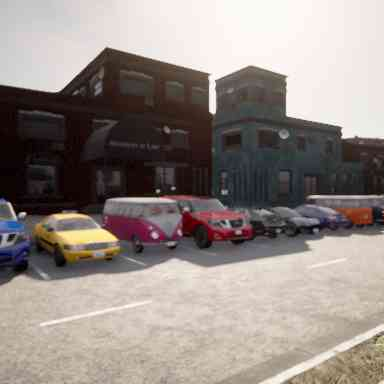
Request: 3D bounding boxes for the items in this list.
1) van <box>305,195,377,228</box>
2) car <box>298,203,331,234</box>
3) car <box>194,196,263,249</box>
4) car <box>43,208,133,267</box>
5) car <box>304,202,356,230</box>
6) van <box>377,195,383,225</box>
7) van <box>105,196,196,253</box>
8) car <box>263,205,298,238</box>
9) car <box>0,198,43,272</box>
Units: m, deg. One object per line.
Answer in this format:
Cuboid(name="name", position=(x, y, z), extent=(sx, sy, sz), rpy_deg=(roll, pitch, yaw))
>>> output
Cuboid(name="van", position=(9.165, 1.244, 21.681), extent=(1.878, 1.987, 4.442), rpy_deg=(0, 0, -36))
Cuboid(name="car", position=(4.725, 1.491, 18.333), extent=(2.163, 1.488, 4.792), rpy_deg=(0, 0, -35))
Cuboid(name="car", position=(0.198, 1.206, 15.106), extent=(2.435, 2.045, 5.566), rpy_deg=(0, 0, -36))
Cuboid(name="car", position=(-4.234, 1.455, 11.751), extent=(1.946, 1.575, 5.366), rpy_deg=(0, 0, -36))
Cuboid(name="car", position=(6.870, 1.505, 19.897), extent=(2.002, 1.452, 4.674), rpy_deg=(0, 0, -36))
Cuboid(name="van", position=(11.562, 1.250, 23.104), extent=(1.878, 1.987, 4.442), rpy_deg=(0, 0, -36))
Cuboid(name="van", position=(-2.011, 1.232, 13.421), extent=(1.878, 1.987, 4.442), rpy_deg=(0, 0, -36))
Cuboid(name="car", position=(2.449, 1.460, 16.739), extent=(2.231, 1.521, 4.892), rpy_deg=(0, 0, -36))
Cuboid(name="car", position=(-6.587, 1.208, 10.265), extent=(2.435, 2.045, 5.566), rpy_deg=(0, 0, -36))
